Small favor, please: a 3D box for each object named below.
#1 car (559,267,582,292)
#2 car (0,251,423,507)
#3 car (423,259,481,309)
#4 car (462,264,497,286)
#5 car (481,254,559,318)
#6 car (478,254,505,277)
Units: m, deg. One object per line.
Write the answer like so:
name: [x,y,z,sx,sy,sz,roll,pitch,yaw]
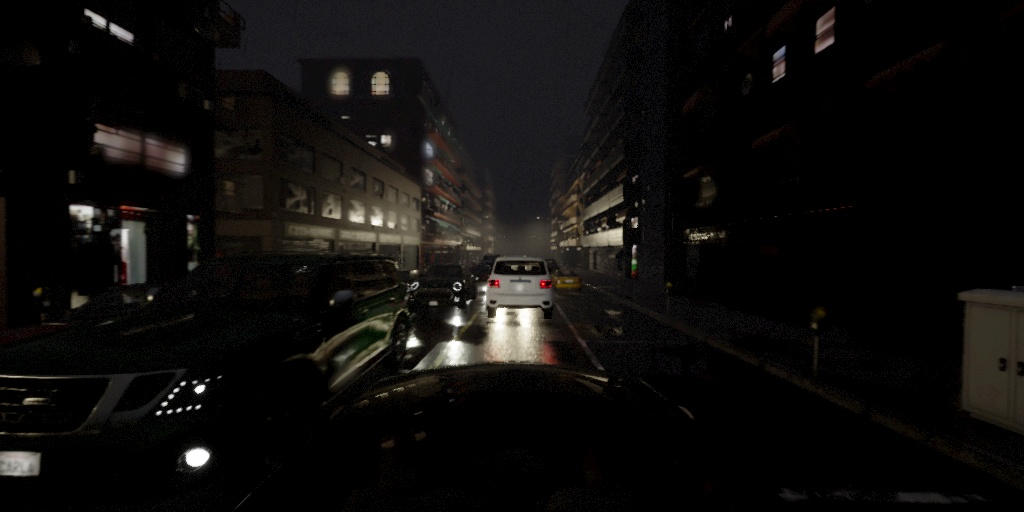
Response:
car: [3.250,1.372,22.191,1.751,1.417,4.829,0,0,2]
car: [-3.069,0.947,4.991,2.150,2.045,5.566,1,0,0]
car: [-2.726,1.112,15.020,2.097,1.767,4.553,1,0,2]
car: [-2.328,1.364,26.832,1.994,1.385,4.181,1,0,3]
car: [0.319,1.013,13.364,2.150,2.045,5.566,1,0,2]
car: [-1.963,0.862,35.611,2.150,2.045,5.566,1,0,2]
